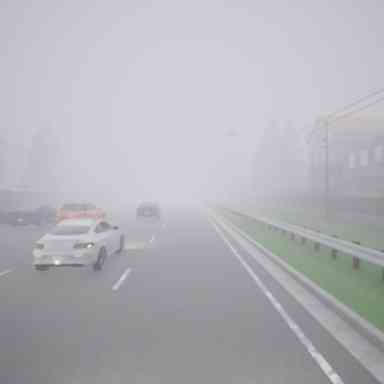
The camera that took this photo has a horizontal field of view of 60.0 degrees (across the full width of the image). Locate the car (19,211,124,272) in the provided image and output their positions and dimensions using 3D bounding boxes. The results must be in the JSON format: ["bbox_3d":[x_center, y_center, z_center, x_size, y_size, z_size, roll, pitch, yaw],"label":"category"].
[{"bbox_3d":[-3.500,1.569,10.891,1.812,1.442,4.674,0,0,-1],"label":"car"}]

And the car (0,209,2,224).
[{"bbox_3d":[-14.124,1.682,22.817,1.994,1.385,4.181,0,0,-1],"label":"car"}]

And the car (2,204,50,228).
[{"bbox_3d":[-10.629,1.581,23.018,1.882,1.535,5.008,0,0,-1],"label":"car"}]

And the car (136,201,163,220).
[{"bbox_3d":[-3.693,1.569,29.366,1.882,1.535,5.008,0,0,-1],"label":"car"}]

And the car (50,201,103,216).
[{"bbox_3d":[-7.113,1.438,21.690,2.097,1.767,4.553,0,0,-1],"label":"car"}]
